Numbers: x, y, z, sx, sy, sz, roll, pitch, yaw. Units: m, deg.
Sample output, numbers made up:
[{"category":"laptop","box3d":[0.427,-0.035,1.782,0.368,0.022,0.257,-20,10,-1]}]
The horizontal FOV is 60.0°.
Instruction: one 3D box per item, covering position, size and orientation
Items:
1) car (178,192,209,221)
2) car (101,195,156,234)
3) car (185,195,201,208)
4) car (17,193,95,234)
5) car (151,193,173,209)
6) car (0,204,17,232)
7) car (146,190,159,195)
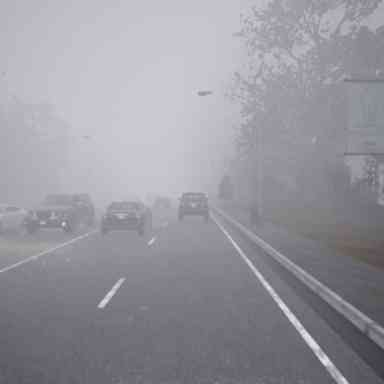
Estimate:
[{"category":"car","box3d":[0.106,1.029,25.151,2.150,2.045,5.566,0,0,0]},{"category":"car","box3d":[-3.395,1.216,18.161,2.097,1.767,4.553,0,0,0]},{"category":"car","box3d":[0.111,1.156,42.450,1.882,1.535,5.008,0,0,0]},{"category":"car","box3d":[-7.094,1.083,18.564,2.150,2.045,5.566,0,0,0]},{"category":"car","box3d":[-3.390,1.211,39.103,1.837,1.490,4.892,0,0,0]},{"category":"car","box3d":[-10.594,1.390,18.191,1.812,1.442,4.674,0,0,0]},{"category":"car","box3d":[-7.025,0.713,59.779,2.150,2.045,5.566,0,1,1]}]
